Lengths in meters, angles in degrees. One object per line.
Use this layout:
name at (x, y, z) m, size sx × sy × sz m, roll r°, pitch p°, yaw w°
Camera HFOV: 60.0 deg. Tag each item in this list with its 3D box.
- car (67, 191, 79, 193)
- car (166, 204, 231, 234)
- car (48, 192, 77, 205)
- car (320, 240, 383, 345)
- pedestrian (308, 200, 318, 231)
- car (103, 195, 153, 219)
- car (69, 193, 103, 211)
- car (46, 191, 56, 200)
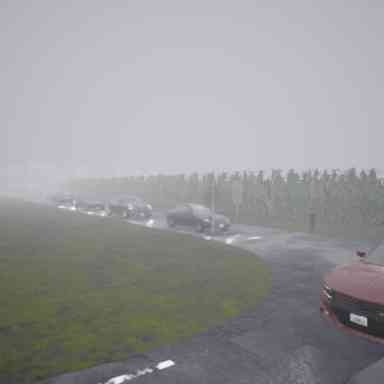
car at (-17.897, 0.677, 49.218) m, size 2.097 × 1.767 × 4.553 m, roll 2°, pitch 0°, yaw -36°
car at (0.213, 1.405, 18.871) m, size 1.812 × 1.442 × 4.674 m, roll 2°, pitch 0°, yaw -34°
car at (-16.394, 0.977, 42.126) m, size 1.895 × 1.301 × 4.718 m, roll 2°, pitch 0°, yaw -35°
car at (4.424, 1.553, 6.205) m, size 5.008 × 1.535 × 1.882 m, roll 0°, pitch 1°, yaw -35°
pedestrian at (7.100, 1.361, 19.588) m, size 0.375 × 1.860 × 0.375 m, roll 3°, pitch -2°, yaw -36°
car at (-4.904, 1.075, 26.067) m, size 2.097 × 1.767 × 4.553 m, roll 2°, pitch 0°, yaw -36°
car at (-10.494, 1.101, 33.857) m, size 2.033 × 1.411 × 5.357 m, roll 2°, pitch 0°, yaw -35°
car at (-23.690, 0.644, 57.279) m, size 2.128 × 1.511 × 4.902 m, roll 2°, pitch 0°, yaw -36°
